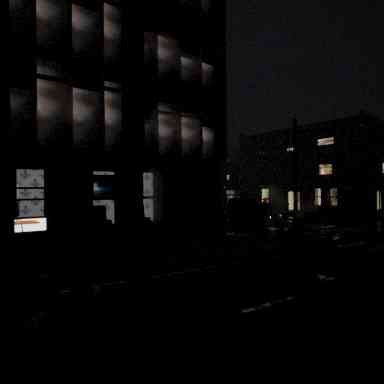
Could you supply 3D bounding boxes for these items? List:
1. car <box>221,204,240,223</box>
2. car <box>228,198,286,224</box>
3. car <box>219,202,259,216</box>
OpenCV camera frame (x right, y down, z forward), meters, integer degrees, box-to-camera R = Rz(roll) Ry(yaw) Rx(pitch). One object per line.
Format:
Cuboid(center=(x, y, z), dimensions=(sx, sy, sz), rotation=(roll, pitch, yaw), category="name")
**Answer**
Cuboid(center=(1.631, 1.940, 28.493), dimensions=(1.947, 1.339, 4.313), rotation=(-2, 0, -37), category="car")
Cuboid(center=(5.248, 1.532, 28.191), dimensions=(2.150, 2.045, 5.566), rotation=(-1, 0, -37), category="car")
Cuboid(center=(5.268, 1.928, 38.082), dimensions=(2.008, 1.369, 4.403), rotation=(-2, 0, -37), category="car")
